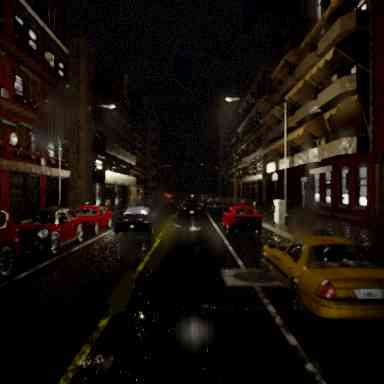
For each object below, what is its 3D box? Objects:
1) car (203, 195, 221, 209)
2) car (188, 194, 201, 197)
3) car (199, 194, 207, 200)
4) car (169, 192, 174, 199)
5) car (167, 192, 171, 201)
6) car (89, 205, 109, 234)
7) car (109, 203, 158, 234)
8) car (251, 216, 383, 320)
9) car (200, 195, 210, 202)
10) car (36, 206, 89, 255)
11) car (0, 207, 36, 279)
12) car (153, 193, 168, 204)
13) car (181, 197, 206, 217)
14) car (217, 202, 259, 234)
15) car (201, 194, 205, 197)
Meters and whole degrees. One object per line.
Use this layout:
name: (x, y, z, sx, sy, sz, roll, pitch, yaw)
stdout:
car: (2.680, 1.373, 40.977, 2.008, 1.369, 4.403, 0, 0, 0)
car: (-0.014, 1.287, 58.624, 2.163, 1.488, 4.792, 0, 0, 0)
car: (2.668, 1.228, 80.431, 1.802, 1.307, 4.206, 0, 0, 0)
car: (-5.711, 1.215, 74.796, 1.887, 1.381, 4.507, 0, 0, 0)
car: (-5.708, 1.272, 63.524, 2.008, 1.369, 4.403, 0, 0, 0)
car: (-5.694, 1.464, 18.435, 1.887, 1.381, 4.507, 0, 0, 0)
car: (-3.006, 1.527, 18.621, 1.994, 1.385, 4.181, 0, 0, 0)
car: (2.689, 1.494, 7.331, 1.752, 1.417, 4.829, 0, 0, 0)
car: (2.672, 1.262, 69.158, 1.947, 1.339, 4.313, 0, 0, 0)
car: (-5.693, 1.384, 12.797, 1.967, 1.590, 4.097, 0, 0, 0)
car: (-5.690, 1.283, 7.161, 2.192, 1.841, 5.009, 0, 0, 0)
car: (-5.706, 1.297, 57.887, 2.008, 1.369, 4.403, 0, 0, 0)
car: (0.002, 1.441, 29.164, 1.812, 1.442, 4.674, 0, 0, 0)
car: (2.686, 1.465, 18.433, 1.887, 1.381, 4.507, 0, 0, 0)
car: (2.674, 1.246, 63.692, 1.752, 1.417, 4.829, 0, 0, 0)
